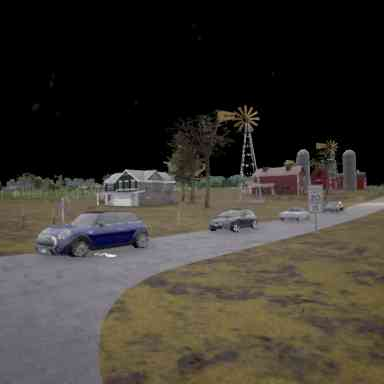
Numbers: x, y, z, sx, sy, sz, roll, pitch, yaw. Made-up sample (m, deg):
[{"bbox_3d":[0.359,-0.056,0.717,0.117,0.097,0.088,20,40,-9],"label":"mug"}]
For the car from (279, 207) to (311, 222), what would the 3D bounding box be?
[{"bbox_3d":[10.358,2.221,33.410,1.895,1.301,4.718,-2,-2,36],"label":"car"}]

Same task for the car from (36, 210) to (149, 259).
[{"bbox_3d":[-3.986,1.586,13.831,2.097,1.767,4.553,-2,-2,39],"label":"car"}]

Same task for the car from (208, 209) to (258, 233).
[{"bbox_3d":[2.984,1.967,23.262,1.837,1.490,4.892,-2,-2,36],"label":"car"}]

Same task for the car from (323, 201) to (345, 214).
[{"bbox_3d":[19.581,2.036,46.016,2.097,1.767,4.553,-2,-1,36],"label":"car"}]
